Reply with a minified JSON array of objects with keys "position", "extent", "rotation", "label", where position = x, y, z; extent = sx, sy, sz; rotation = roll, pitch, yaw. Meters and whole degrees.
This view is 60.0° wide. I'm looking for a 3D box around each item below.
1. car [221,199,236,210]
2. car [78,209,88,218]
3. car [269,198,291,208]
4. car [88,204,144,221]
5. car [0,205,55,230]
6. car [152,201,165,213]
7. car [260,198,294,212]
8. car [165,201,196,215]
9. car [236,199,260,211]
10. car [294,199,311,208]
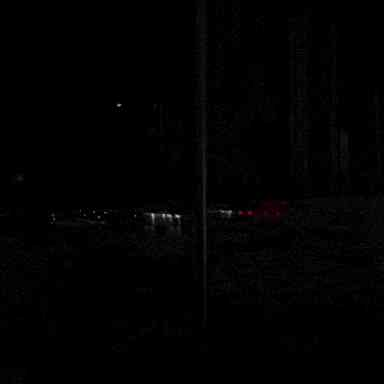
[{"position":[5.923,1.735,47.243],"extent":[2.128,1.511,4.902],"rotation":[0,0,36],"label":"car"},{"position":[-8.659,1.840,32.595],"extent":[1.895,1.301,4.718],"rotation":[0,0,36],"label":"car"},{"position":[14.134,1.761,53.032],"extent":[1.812,1.442,4.674],"rotation":[0,0,36],"label":"car"},{"position":[-6.574,1.817,29.929],"extent":[1.895,1.301,4.718],"rotation":[0,0,36],"label":"car"},{"position":[-11.669,1.769,22.830],"extent":[1.994,1.385,4.181],"rotation":[0,0,36],"label":"car"},{"position":[-2.853,1.778,40.679],"extent":[1.812,1.442,4.674],"rotation":[0,0,36],"label":"car"},{"position":[11.099,1.551,43.144],"extent":[2.097,1.767,4.553],"rotation":[0,0,36],"label":"car"},{"position":[-0.725,1.793,38.059],"extent":[1.994,1.385,4.181],"rotation":[0,0,36],"label":"car"},{"position":[8.151,1.746,44.616],"extent":[1.812,1.442,4.674],"rotation":[0,0,36],"label":"car"},{"position":[16.774,1.777,51.135],"extent":[1.994,1.385,4.181],"rotation":[0,0,36],"label":"car"}]
